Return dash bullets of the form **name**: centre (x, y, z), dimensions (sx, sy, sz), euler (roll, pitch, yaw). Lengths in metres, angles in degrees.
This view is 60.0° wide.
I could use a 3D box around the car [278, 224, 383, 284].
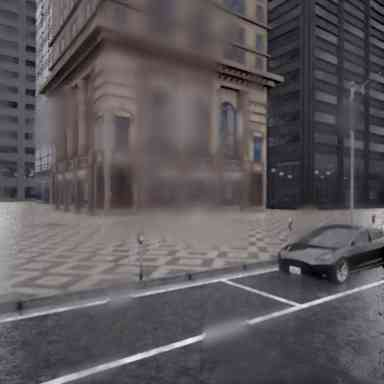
- **car**: centre (4.425, 1.652, 9.810), dimensions (4.313, 1.339, 1.947), euler (1, -1, -36)
